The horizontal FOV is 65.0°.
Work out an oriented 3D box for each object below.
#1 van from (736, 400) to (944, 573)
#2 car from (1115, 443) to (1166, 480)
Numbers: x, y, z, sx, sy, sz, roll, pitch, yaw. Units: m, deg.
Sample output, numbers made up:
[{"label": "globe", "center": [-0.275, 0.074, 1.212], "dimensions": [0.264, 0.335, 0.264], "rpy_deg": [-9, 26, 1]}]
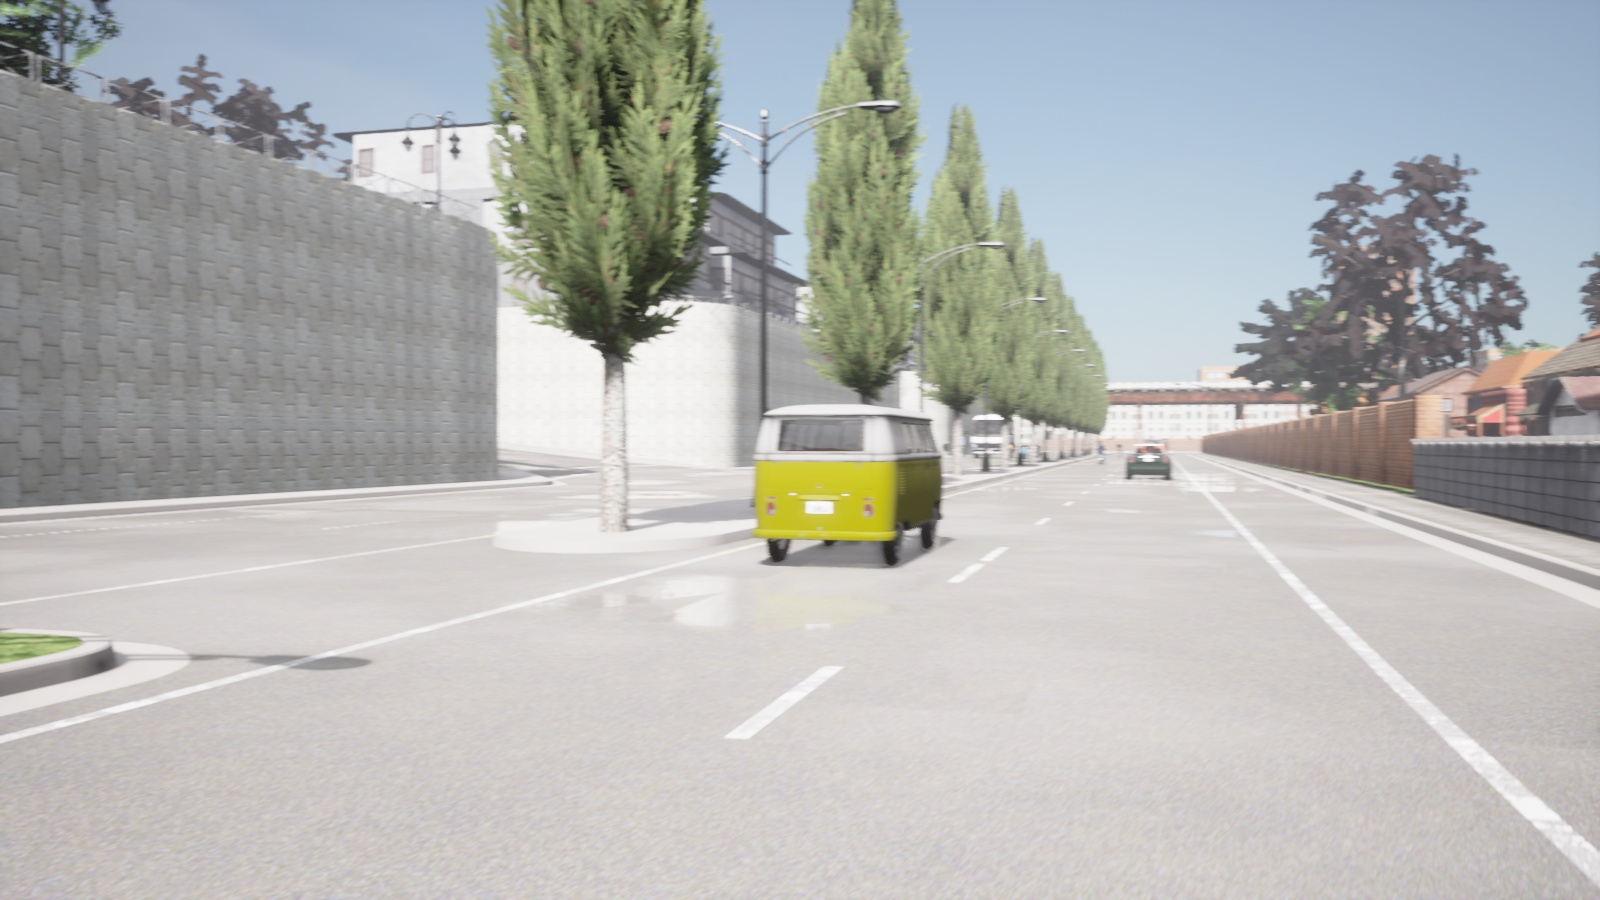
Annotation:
[{"label": "van", "center": [0.693, 0.404, 16.787], "dimensions": [1.775, 1.987, 4.442], "rpy_deg": [0, 0, 15]}, {"label": "car", "center": [14.362, 0.461, 52.959], "dimensions": [1.970, 1.475, 3.806], "rpy_deg": [0, 0, 16]}]
